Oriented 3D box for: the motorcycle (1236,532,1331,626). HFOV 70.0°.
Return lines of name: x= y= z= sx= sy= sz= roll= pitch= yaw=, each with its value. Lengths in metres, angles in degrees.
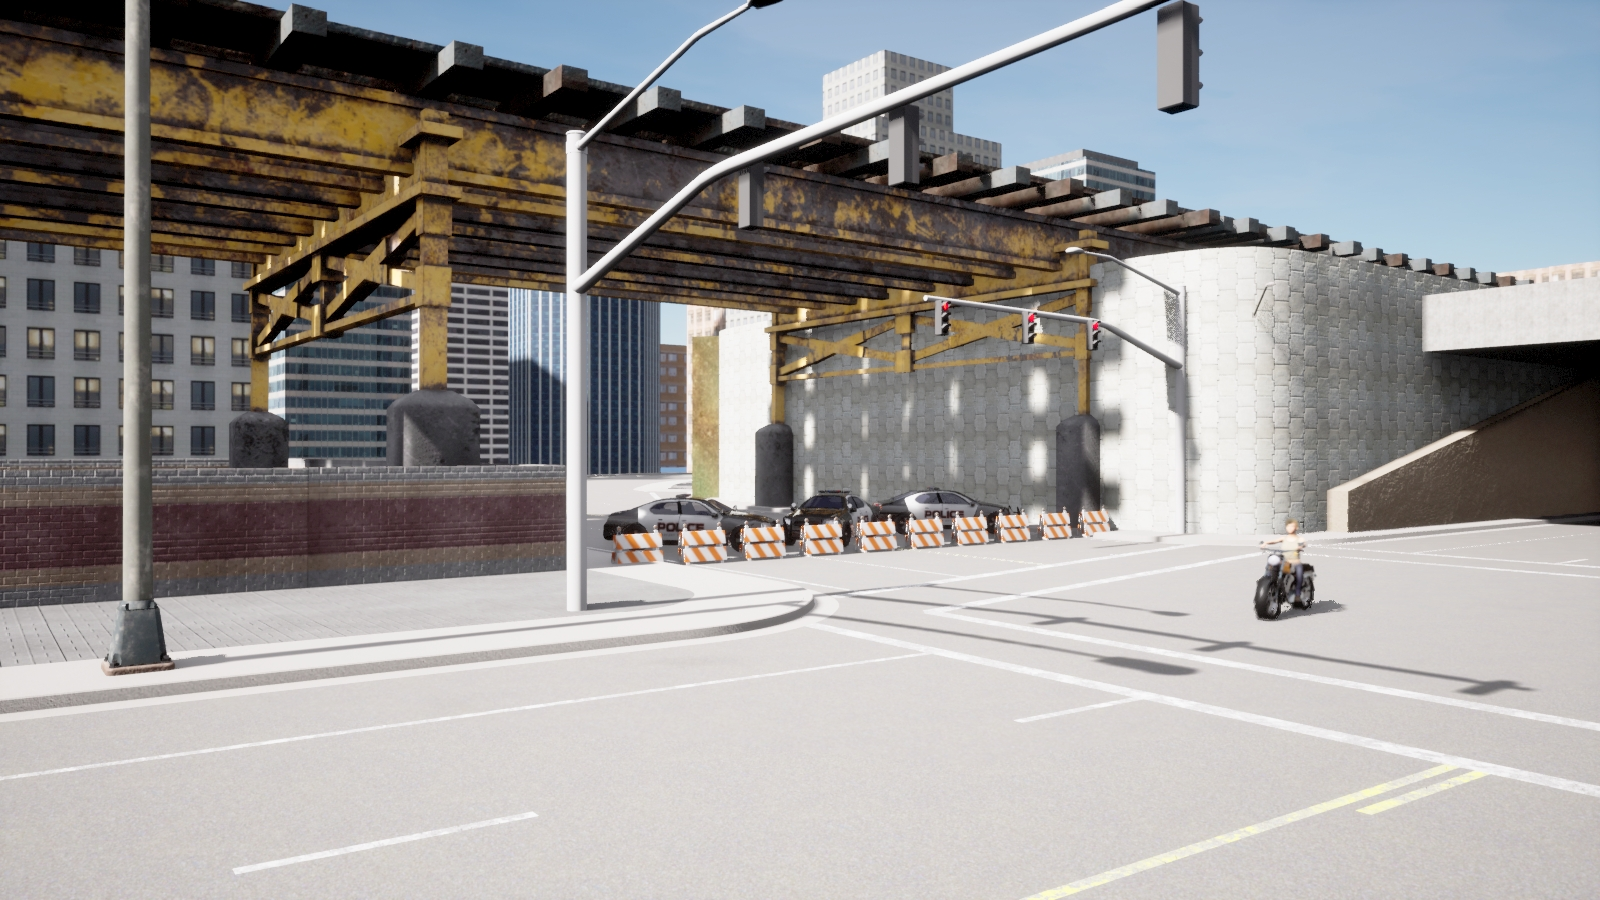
motorcycle: x=8.209 y=2.142 z=19.338 sx=0.764 sy=1.332 sz=2.356 roll=0 pitch=0 yaw=42
